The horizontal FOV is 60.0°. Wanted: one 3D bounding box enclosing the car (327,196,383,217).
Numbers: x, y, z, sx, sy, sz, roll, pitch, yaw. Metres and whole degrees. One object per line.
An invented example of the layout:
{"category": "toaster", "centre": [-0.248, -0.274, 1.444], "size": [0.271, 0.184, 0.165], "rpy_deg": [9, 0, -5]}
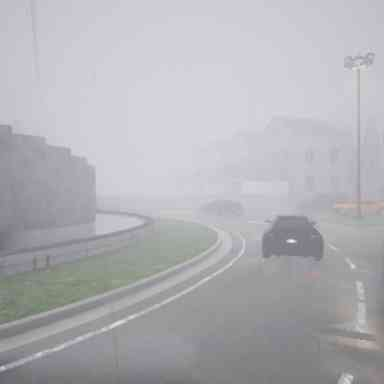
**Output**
{"category": "car", "centre": [15.416, 1.405, 30.509], "size": [5.008, 1.535, 1.882], "rpy_deg": [0, 0, -10]}

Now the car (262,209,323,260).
{"category": "car", "centre": [3.688, 1.538, 12.504], "size": [1.994, 1.385, 4.181], "rpy_deg": [0, 0, 15]}

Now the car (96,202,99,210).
{"category": "car", "centre": [-12.522, 1.308, 36.378], "size": [4.553, 1.767, 2.097], "rpy_deg": [0, 0, 24]}

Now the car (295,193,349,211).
{"category": "car", "centre": [13.313, 1.146, 33.681], "size": [5.566, 2.045, 2.150], "rpy_deg": [0, 0, -9]}

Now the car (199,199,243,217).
{"category": "car", "centre": [2.619, 1.449, 30.875], "size": [1.837, 1.490, 4.892], "rpy_deg": [1, -1, -36]}
